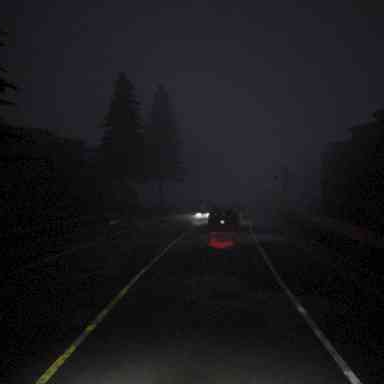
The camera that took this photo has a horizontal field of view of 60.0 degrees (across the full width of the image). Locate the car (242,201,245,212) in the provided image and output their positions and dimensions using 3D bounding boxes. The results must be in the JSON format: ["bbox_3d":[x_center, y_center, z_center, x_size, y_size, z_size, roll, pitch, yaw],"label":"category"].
[{"bbox_3d":[5.300,1.607,39.085,1.895,1.301,4.718,0,0,11],"label":"car"}]

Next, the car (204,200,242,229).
[{"bbox_3d":[2.161,1.508,21.880,1.837,1.490,4.892,0,0,9],"label":"car"}]

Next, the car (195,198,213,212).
[{"bbox_3d":[1.646,1.492,39.238,2.128,1.511,4.902,0,0,11],"label":"car"}]
